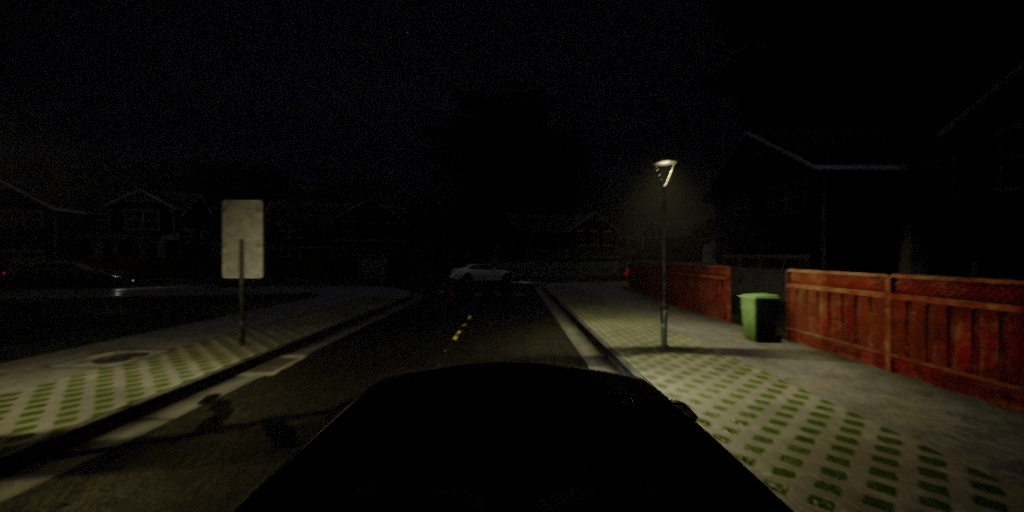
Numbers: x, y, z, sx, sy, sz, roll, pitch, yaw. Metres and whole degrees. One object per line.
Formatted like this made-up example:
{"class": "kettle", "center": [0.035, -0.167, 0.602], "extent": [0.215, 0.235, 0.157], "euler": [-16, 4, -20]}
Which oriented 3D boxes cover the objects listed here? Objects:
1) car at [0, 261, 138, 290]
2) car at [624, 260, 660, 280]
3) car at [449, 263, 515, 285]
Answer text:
{"class": "car", "center": [-22.362, 1.003, 18.290], "extent": [4.674, 1.442, 1.812], "euler": [1, 0, -20]}
{"class": "car", "center": [12.022, 1.219, 30.805], "extent": [4.553, 1.767, 2.097], "euler": [1, 0, -20]}
{"class": "car", "center": [-2.110, 1.236, 25.660], "extent": [4.674, 1.442, 1.812], "euler": [0, 0, -20]}
